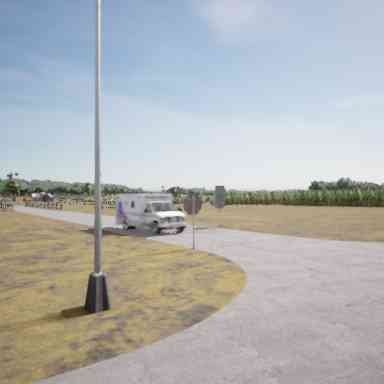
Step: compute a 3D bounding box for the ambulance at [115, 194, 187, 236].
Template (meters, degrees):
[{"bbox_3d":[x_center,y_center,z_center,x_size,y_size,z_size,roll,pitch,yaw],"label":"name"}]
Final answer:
[{"bbox_3d":[-2.796,1.357,21.711,2.351,2.431,6.366,0,-1,-35],"label":"ambulance"}]
